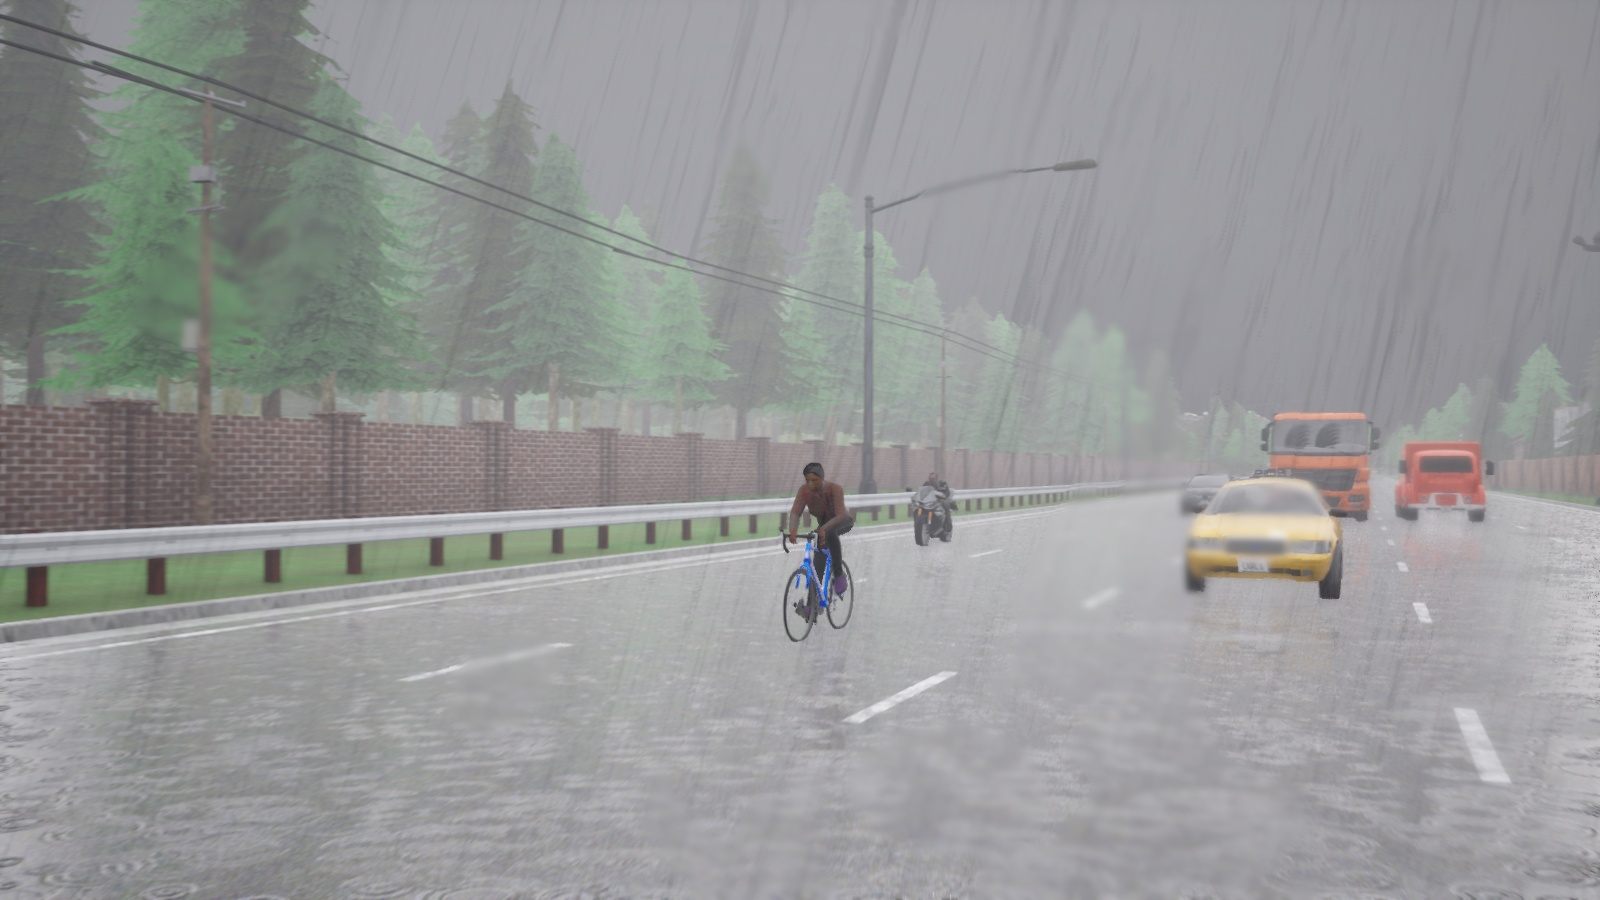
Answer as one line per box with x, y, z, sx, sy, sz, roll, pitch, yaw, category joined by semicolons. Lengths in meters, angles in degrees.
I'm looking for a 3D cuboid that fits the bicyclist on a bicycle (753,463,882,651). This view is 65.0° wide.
0.197;0.939;11.783;0.582;1.620;1.656;-1;-1;24;bicyclist on a bicycle

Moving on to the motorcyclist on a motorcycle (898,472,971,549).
2.833;1.227;26.199;0.866;1.530;2.191;-1;-1;24;motorcyclist on a motorcycle

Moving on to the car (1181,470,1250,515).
14.396;1.433;43.363;1.812;1.442;4.674;-1;-1;24;car

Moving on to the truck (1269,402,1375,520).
17.178;0.381;41.079;2.891;3.462;7.936;-1;-1;24;truck

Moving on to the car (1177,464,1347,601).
6.468;0.984;17.207;1.801;1.575;5.366;-1;-1;24;car

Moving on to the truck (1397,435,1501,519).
20.432;0.845;39.770;2.627;2.467;5.204;-1;-1;24;truck
